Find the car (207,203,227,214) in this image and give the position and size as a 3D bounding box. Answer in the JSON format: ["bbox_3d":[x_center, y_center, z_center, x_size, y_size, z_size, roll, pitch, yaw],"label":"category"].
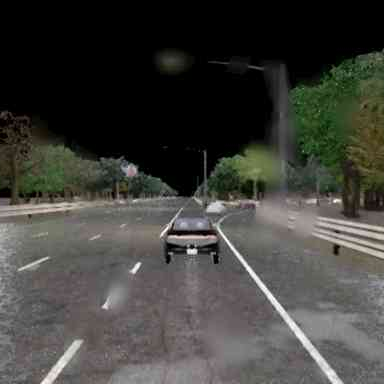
[{"bbox_3d":[2.981,2.017,40.192,1.812,1.442,4.674,0,-1,14],"label":"car"}]

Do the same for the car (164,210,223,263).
[{"bbox_3d":[0.003,1.645,12.658,2.128,1.511,4.902,0,-1,0],"label":"car"}]

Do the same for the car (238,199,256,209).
[{"bbox_3d":[9.653,2.035,57.511,2.097,1.767,4.553,0,-1,28],"label":"car"}]
